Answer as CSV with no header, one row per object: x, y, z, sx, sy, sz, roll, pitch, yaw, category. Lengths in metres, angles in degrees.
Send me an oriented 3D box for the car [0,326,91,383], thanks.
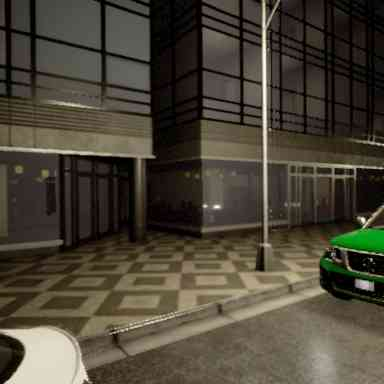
-2.750,1.547,1.402,4.674,1.442,1.812,-1,0,-36,car

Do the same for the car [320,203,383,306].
5.054,1.112,6.953,5.566,2.045,2.150,-1,1,-35,car
